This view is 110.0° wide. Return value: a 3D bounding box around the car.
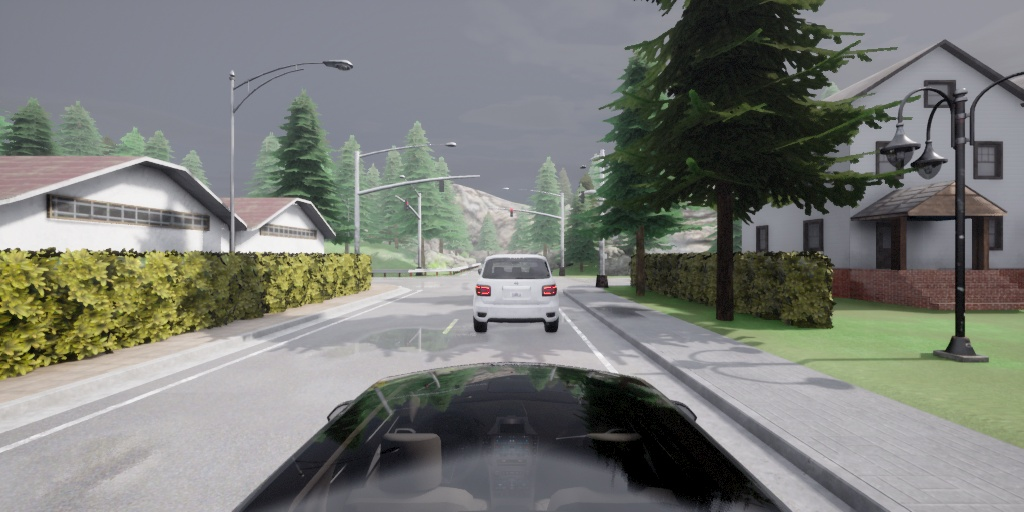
[{"bbox_3d":[0.105,0.971,10.923,2.150,2.045,5.566,0,0,0],"label":"car"}]
